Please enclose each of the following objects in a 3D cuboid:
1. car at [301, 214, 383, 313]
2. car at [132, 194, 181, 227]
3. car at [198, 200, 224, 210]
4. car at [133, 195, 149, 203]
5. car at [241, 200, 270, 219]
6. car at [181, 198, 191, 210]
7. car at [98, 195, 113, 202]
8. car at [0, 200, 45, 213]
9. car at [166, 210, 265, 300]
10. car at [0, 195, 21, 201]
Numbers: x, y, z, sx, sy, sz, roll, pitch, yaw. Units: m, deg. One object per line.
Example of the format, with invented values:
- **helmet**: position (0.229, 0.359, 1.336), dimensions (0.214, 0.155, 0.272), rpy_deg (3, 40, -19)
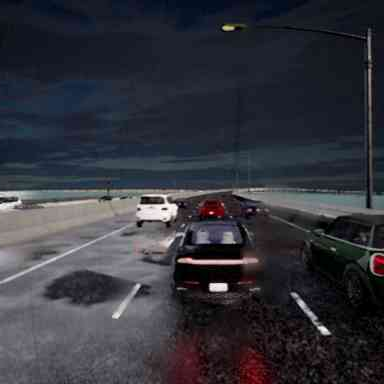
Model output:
- **car**: position (4.053, 1.277, 7.621), dimensions (2.097, 1.767, 4.553), rpy_deg (-1, 0, 3)
- **car**: position (-2.248, 1.158, 22.347), dimensions (2.150, 2.045, 5.566), rpy_deg (-1, 1, 4)
- **car**: position (1.542, 1.352, 26.565), dimensions (1.882, 1.535, 5.008), rpy_deg (-1, 0, 3)
- **car**: position (-10.124, 1.314, 65.934), dimensions (2.128, 1.511, 4.902), rpy_deg (-1, 0, 4)
- **car**: position (5.082, 1.381, 27.229), dimensions (2.033, 1.411, 5.357), rpy_deg (-1, 0, 3)
- **car**: position (-1.221, 1.392, 40.086), dimensions (2.033, 1.411, 5.357), rpy_deg (-1, 0, 4)
- **car**: position (-17.132, 1.379, 65.989), dimensions (1.837, 1.490, 4.892), rpy_deg (-1, 0, 4)
- **car**: position (-12.763, 1.582, 25.064), dimensions (2.033, 1.411, 5.357), rpy_deg (-1, 0, 3)
- **car**: position (0.582, 1.451, 8.274), dimensions (2.128, 1.511, 4.902), rpy_deg (-1, 0, 3)
- **car**: position (-16.146, 1.283, 27.304), dimensions (2.150, 2.045, 5.566), rpy_deg (-1, 0, 3)
